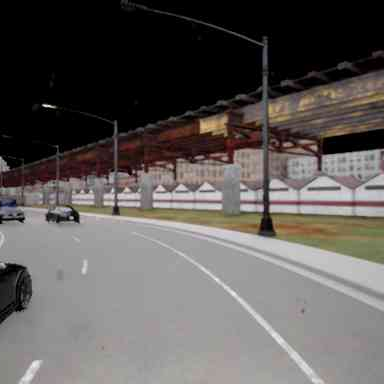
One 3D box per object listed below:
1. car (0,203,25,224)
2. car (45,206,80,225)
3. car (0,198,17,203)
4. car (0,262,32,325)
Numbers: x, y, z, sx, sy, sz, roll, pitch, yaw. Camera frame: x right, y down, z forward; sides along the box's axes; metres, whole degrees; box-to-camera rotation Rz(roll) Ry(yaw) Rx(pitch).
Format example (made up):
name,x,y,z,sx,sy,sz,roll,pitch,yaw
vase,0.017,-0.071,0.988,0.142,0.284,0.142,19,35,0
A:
name,x,y,z,sx,sy,sz,roll,pitch,yaw
car,-16.187,1.984,29.214,2.033,1.411,5.357,0,-1,-40
car,-10.979,1.917,28.144,1.812,1.442,4.674,1,-1,-38
car,-26.331,1.929,47.221,2.150,2.045,5.566,0,-1,-39
car,-4.084,1.651,5.208,1.994,1.385,4.181,0,-1,-9
